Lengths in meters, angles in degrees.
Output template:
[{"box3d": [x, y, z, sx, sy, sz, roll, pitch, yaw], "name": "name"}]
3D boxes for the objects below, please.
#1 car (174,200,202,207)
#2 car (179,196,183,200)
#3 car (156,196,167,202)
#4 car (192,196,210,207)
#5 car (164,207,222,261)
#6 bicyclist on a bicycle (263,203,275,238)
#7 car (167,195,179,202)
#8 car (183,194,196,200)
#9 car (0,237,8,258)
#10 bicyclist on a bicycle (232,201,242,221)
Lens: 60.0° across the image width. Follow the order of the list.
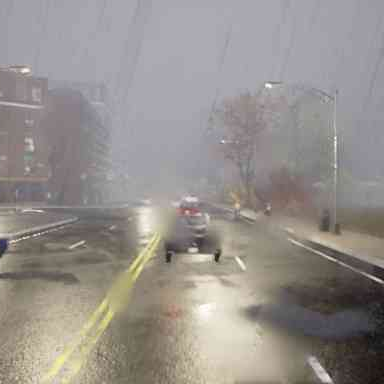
[{"box3d": [-0.484, 1.667, 30.307, 1.994, 1.385, 4.181, 0, 0, -2], "name": "car"}, {"box3d": [-2.064, 1.781, 88.322, 1.812, 1.442, 4.674, 0, 0, -7], "name": "car"}, {"box3d": [-8.021, 1.788, 83.462, 1.994, 1.385, 4.181, 0, 0, -6], "name": "car"}, {"box3d": [1.583, 1.776, 51.553, 1.895, 1.301, 4.718, 0, 0, -4], "name": "car"}, {"box3d": [0.005, 1.537, 12.382, 2.128, 1.511, 4.902, 0, 0, -1], "name": "car"}, {"box3d": [3.965, 1.444, 17.309, 0.659, 1.776, 1.843, 0, 0, -1], "name": "bicyclist on a bicycle"}, {"box3d": [-5.250, 1.844, 87.602, 1.895, 1.301, 4.718, 0, 0, -7], "name": "car"}, {"box3d": [-0.177, 1.450, 71.435, 2.150, 2.045, 5.566, 0, 0, -6], "name": "car"}, {"box3d": [-6.638, 1.610, 8.133, 1.895, 1.301, 4.718, 0, 0, 0], "name": "car"}, {"box3d": [3.712, 1.542, 27.309, 0.866, 1.612, 1.509, 0, 0, -2], "name": "bicyclist on a bicycle"}]
